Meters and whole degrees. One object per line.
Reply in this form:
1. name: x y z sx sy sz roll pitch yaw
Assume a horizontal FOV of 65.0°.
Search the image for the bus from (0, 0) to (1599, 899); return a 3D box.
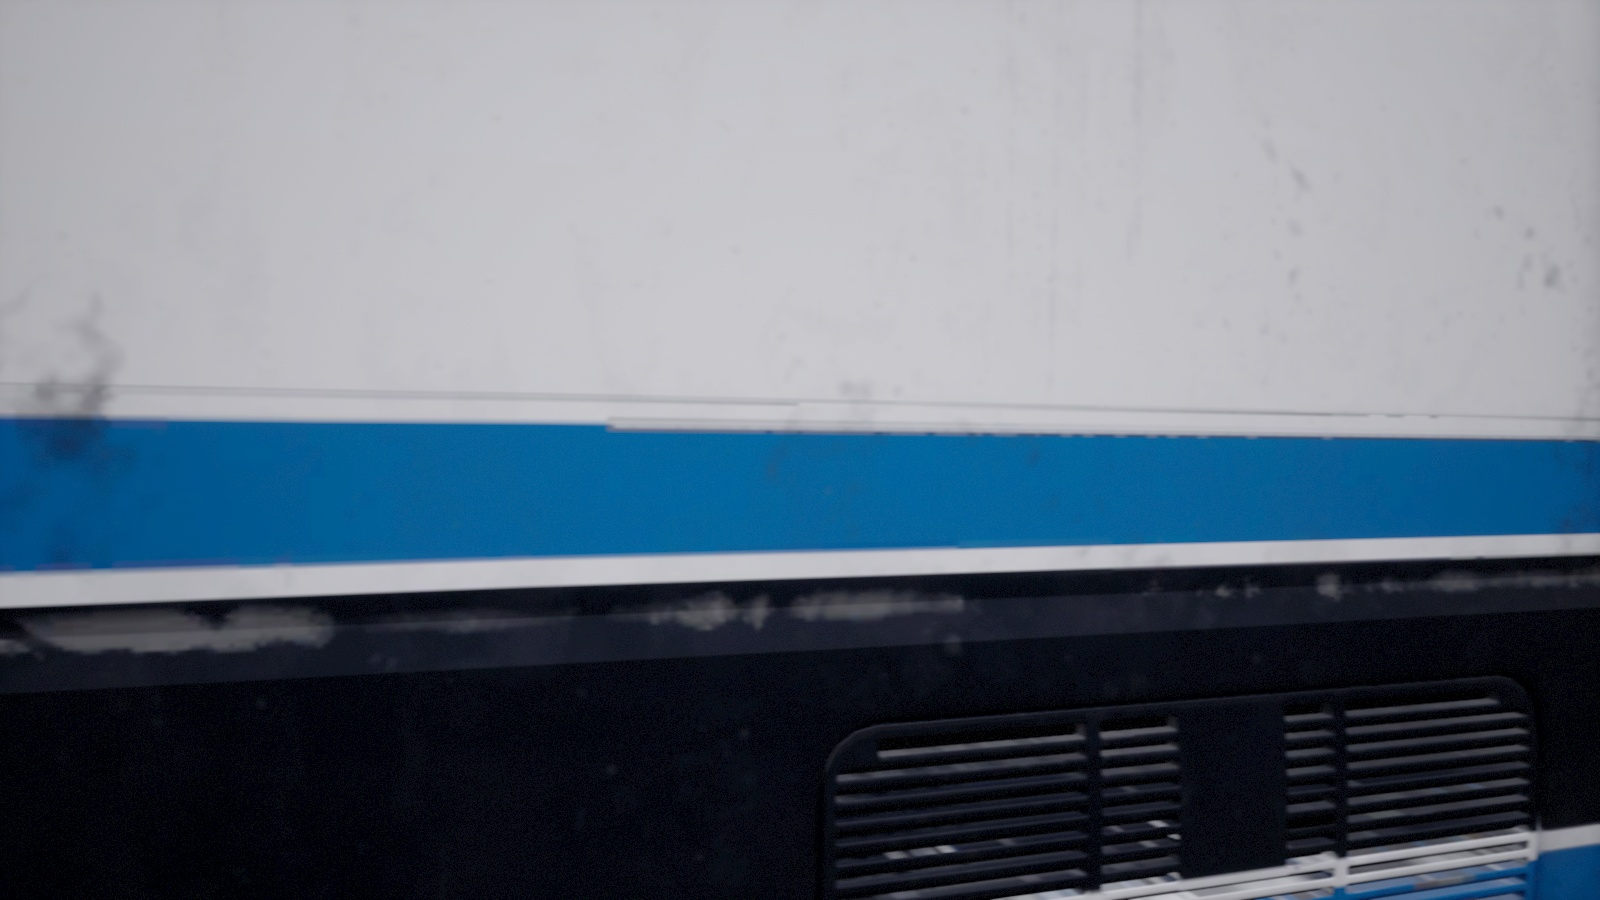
1. bus: -0.671 -0.620 2.968 10.273 4.253 3.944 -1 1 -21
